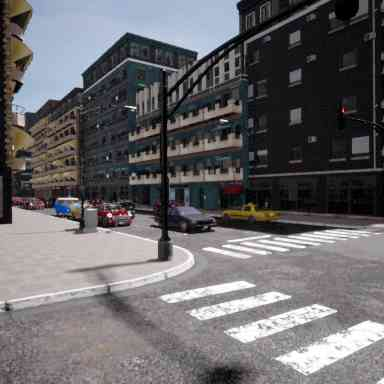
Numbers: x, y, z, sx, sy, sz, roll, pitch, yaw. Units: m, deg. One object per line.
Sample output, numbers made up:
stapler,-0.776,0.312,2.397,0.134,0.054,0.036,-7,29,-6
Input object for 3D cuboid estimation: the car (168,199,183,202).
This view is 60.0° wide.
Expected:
car,-2.271,1.442,33.297,1.967,1.590,4.097,-1,1,-36

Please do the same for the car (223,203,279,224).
car,4.070,1.498,24.434,1.752,1.417,4.829,-1,1,-36

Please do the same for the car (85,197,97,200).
car,-12.586,1.661,37.784,2.033,1.411,5.357,-1,1,-35

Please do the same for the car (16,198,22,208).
car,-25.183,1.771,50.931,1.947,1.339,4.313,-1,1,-36

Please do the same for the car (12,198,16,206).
car,-31.622,1.784,59.934,1.887,1.381,4.507,-1,1,-36

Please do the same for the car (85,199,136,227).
car,-5.867,1.553,23.923,1.967,1.590,4.097,-1,1,-36

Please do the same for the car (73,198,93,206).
car,-18.367,1.645,55.805,1.947,1.339,4.313,-1,1,-36

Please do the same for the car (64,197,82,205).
car,-21.587,1.646,60.307,2.008,1.369,4.403,-1,1,-36

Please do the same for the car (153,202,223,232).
car,-0.615,1.607,21.081,2.033,1.411,5.357,-1,0,-32

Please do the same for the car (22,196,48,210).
car,-21.965,1.629,46.429,1.967,1.590,4.097,-1,1,-36

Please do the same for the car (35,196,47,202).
car,-37.685,1.729,82.814,1.887,1.381,4.507,-1,1,-36

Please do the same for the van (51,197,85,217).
van,-12.308,1.483,32.924,1.690,1.788,3.998,-1,1,-36

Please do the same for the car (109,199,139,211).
car,-8.708,1.582,42.301,2.008,1.369,4.403,-1,1,-36

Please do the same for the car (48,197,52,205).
car,-25.391,1.648,61.175,1.837,1.490,4.892,-1,0,-36

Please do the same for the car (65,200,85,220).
car,-8.986,1.652,28.286,1.752,1.417,4.829,-1,1,-36
